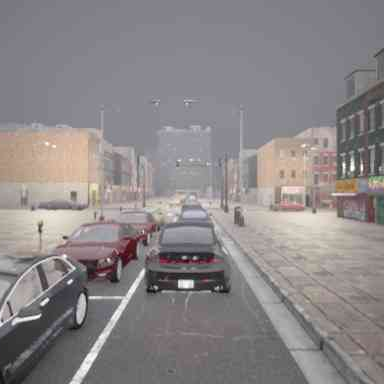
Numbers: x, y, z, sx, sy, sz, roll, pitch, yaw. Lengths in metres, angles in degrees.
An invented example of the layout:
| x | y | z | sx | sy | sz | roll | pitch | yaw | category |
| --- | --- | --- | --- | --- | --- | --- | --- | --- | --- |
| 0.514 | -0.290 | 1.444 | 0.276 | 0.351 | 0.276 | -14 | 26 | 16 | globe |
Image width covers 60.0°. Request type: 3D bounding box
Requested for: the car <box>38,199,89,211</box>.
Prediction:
| x | y | z | sx | sy | sz | roll | pitch | yaw | category |
| --- | --- | --- | --- | --- | --- | --- | --- | --- | --- |
| -14.621 | 1.480 | 37.829 | 5.357 | 1.411 | 2.033 | 0 | 0 | 2 | car |

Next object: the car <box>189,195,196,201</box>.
| x | y | z | sx | sy | sz | roll | pitch | yaw | category |
| --- | --- | --- | --- | --- | --- | --- | --- | --- | --- |
| 0.079 | 1.703 | 93.575 | 1.837 | 1.490 | 4.892 | 0 | 0 | 0 | car |

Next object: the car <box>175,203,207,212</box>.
| x | y | z | sx | sy | sz | roll | pitch | yaw | category |
| --- | --- | --- | --- | --- | --- | --- | --- | --- | --- |
| 0.107 | 1.532 | 17.396 | 1.812 | 1.442 | 4.674 | 0 | 0 | 0 | car |

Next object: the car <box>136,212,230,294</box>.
| x | y | z | sx | sy | sz | roll | pitch | yaw | category |
| --- | --- | --- | --- | --- | --- | --- | --- | --- | --- |
| -0.063 | 1.507 | 8.784 | 1.837 | 1.490 | 4.892 | 0 | 0 | 1 | car |

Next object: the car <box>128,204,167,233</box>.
| x | y | z | sx | sy | sz | roll | pitch | yaw | category |
| --- | --- | --- | --- | --- | --- | --- | --- | --- | --- |
| -2.616 | 1.535 | 20.528 | 1.752 | 1.417 | 4.829 | 0 | 0 | 0 | car |

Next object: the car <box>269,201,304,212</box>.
| x | y | z | sx | sy | sz | roll | pitch | yaw | category |
| --- | --- | --- | --- | --- | --- | --- | --- | --- | --- |
| 11.607 | 1.750 | 40.878 | 4.181 | 1.385 | 1.994 | 1 | 0 | 1 | car |

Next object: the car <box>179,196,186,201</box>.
| x | y | z | sx | sy | sz | roll | pitch | yaw | category |
| --- | --- | --- | --- | --- | --- | --- | --- | --- | --- |
| -2.559 | 1.737 | 90.764 | 1.887 | 1.381 | 4.507 | 0 | 0 | 0 | car |

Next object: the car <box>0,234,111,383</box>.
| x | y | z | sx | sy | sz | roll | pitch | yaw | category |
| --- | --- | --- | --- | --- | --- | --- | --- | --- | --- |
| -2.630 | 1.551 | 4.216 | 2.008 | 1.369 | 4.403 | 0 | 0 | 0 | car |

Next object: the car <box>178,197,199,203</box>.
| x | y | z | sx | sy | sz | roll | pitch | yaw | category |
| --- | --- | --- | --- | --- | --- | --- | --- | --- | --- |
| -0.096 | 1.503 | 31.562 | 1.882 | 1.535 | 5.008 | 0 | 0 | -3 | car |

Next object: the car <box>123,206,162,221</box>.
| x | y | z | sx | sy | sz | roll | pitch | yaw | category |
| --- | --- | --- | --- | --- | --- | --- | --- | --- | --- |
| -2.621 | 1.550 | 15.204 | 1.887 | 1.381 | 4.507 | 0 | 0 | 0 | car |

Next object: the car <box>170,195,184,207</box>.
| x | y | z | sx | sy | sz | roll | pitch | yaw | category |
| --- | --- | --- | --- | --- | --- | --- | --- | --- | --- |
| -2.590 | 1.594 | 52.486 | 1.752 | 1.417 | 4.829 | 0 | 0 | 0 | car |

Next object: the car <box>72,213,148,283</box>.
| x | y | z | sx | sy | sz | roll | pitch | yaw | category |
| --- | --- | --- | --- | --- | --- | --- | --- | --- | --- |
| -2.625 | 1.546 | 9.709 | 1.887 | 1.381 | 4.507 | 0 | 0 | 0 | car |

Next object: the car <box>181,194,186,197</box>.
| x | y | z | sx | sy | sz | roll | pitch | yaw | category |
| --- | --- | --- | --- | --- | --- | --- | --- | --- | --- |
| -2.585 | 1.399 | 58.099 | 2.192 | 1.841 | 5.009 | 0 | 0 | 0 | car |

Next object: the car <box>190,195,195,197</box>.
| x | y | z | sx | sy | sz | roll | pitch | yaw | category |
| --- | --- | --- | --- | --- | --- | --- | --- | --- | --- |
| 0.070 | 1.690 | 83.329 | 1.812 | 1.442 | 4.674 | 0 | 0 | 0 | car |

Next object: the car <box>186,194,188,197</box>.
| x | y | z | sx | sy | sz | roll | pitch | yaw | category |
| --- | --- | --- | --- | --- | --- | --- | --- | --- | --- |
| -2.568 | 1.678 | 79.705 | 1.752 | 1.417 | 4.829 | 0 | 0 | 0 | car |
